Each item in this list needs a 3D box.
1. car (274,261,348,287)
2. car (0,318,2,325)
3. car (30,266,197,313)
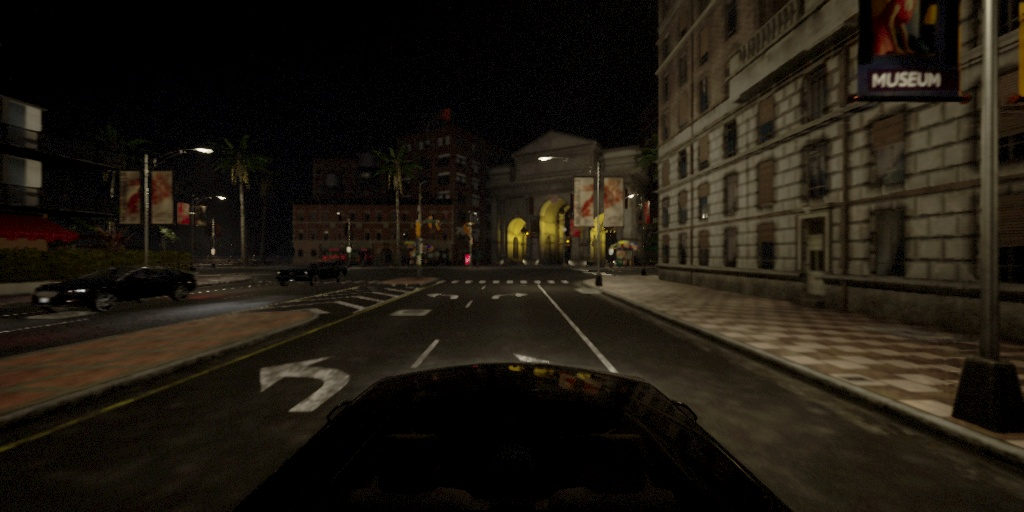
[{"bbox_3d":[-11.502,0.950,20.906,1.895,1.301,4.718,0,0,0],"label":"car"},{"bbox_3d":[-11.593,1.342,5.181,1.895,1.301,4.718,0,0,0],"label":"car"},{"bbox_3d":[-15.001,1.143,13.949,2.128,1.511,4.902,0,0,0],"label":"car"}]
